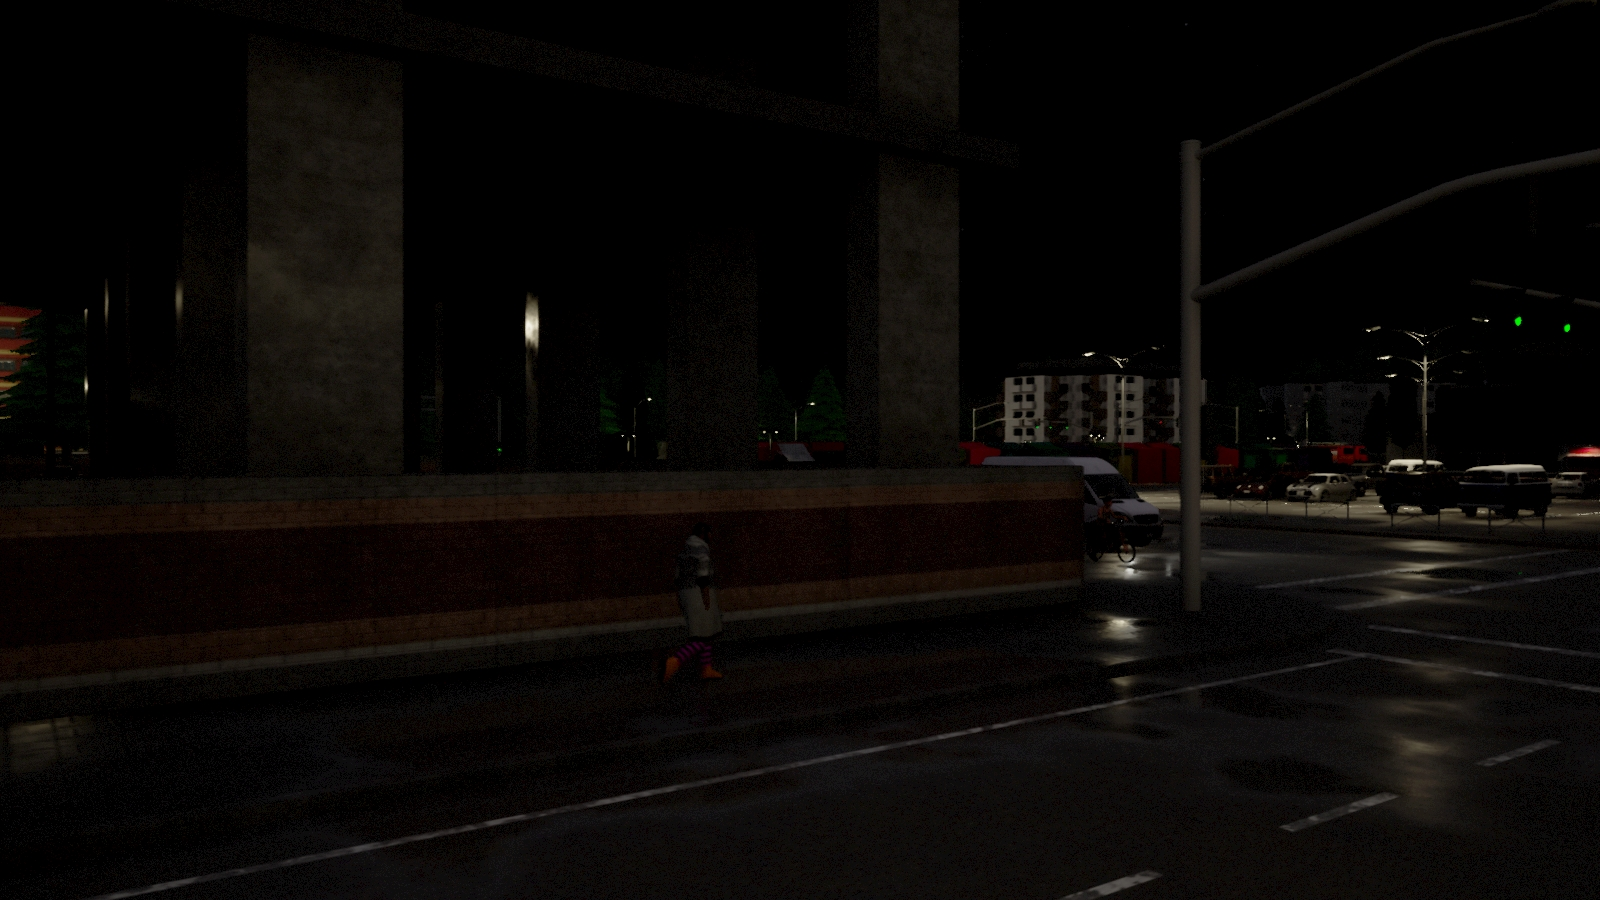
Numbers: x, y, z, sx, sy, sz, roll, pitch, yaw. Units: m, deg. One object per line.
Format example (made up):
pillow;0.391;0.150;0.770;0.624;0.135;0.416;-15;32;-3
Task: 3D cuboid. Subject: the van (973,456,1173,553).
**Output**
van;7.891;1.477;33.692;1.988;2.561;5.915;0;0;-35

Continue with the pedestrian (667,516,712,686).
pedestrian;-1.255;1.695;12.945;0.375;1.860;0.375;0;0;-32

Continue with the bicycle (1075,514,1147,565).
bicycle;7.613;2.175;27.999;0.859;1.126;1.487;0;0;-35
